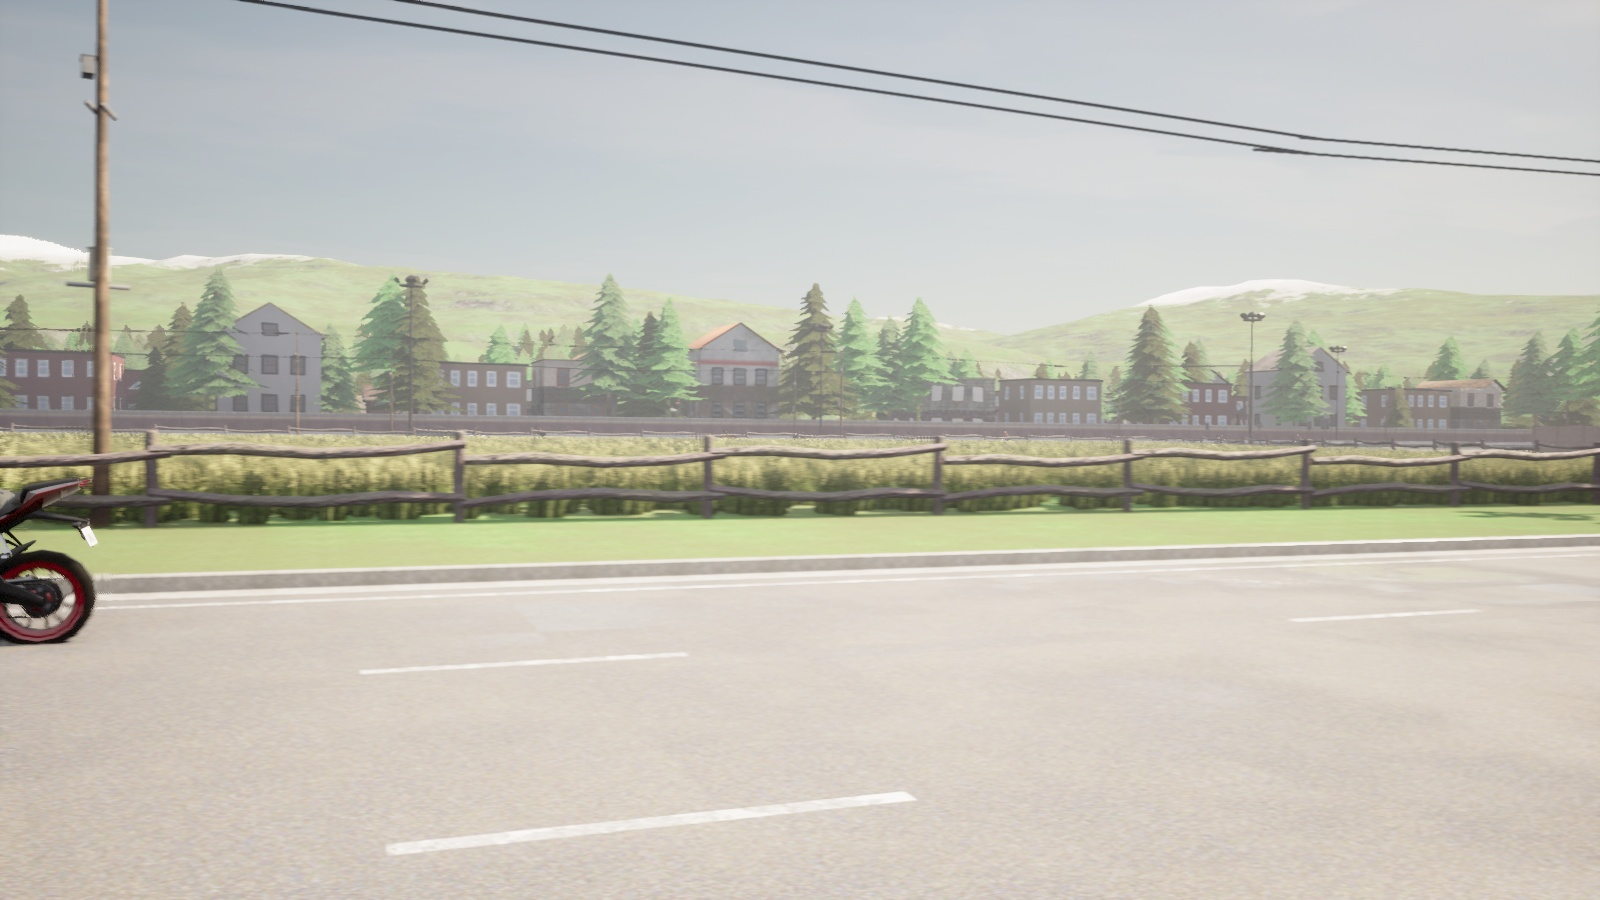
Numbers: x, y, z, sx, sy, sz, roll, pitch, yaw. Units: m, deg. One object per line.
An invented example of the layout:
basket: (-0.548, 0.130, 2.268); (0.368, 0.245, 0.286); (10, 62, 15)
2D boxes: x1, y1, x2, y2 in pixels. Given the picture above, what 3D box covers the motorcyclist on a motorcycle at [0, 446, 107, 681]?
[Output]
motorcyclist on a motorcycle: (-5.991, 0.761, 8.452); (2.191, 1.530, 0.866); (-1, 1, -21)
